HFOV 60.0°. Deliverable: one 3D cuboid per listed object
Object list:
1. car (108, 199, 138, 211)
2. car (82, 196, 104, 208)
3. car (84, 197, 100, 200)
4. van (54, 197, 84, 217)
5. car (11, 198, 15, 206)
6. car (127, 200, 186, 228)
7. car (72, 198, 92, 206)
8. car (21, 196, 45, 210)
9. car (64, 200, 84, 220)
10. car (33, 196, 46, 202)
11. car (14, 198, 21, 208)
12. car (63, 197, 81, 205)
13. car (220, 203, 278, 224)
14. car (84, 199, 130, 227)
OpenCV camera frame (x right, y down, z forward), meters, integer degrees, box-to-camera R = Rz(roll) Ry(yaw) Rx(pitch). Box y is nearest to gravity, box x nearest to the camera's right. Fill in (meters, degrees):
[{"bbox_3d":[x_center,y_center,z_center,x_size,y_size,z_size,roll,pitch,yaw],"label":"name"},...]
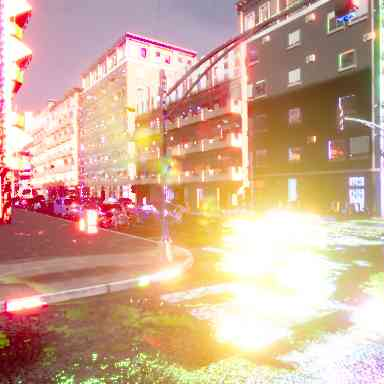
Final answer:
[{"bbox_3d":[-8.826,1.581,42.288,2.008,1.369,4.403,-1,1,-36],"label":"car"},{"bbox_3d":[-15.297,1.501,51.268,1.967,1.590,4.097,-1,1,-36],"label":"car"},{"bbox_3d":[-12.189,1.637,37.065,1.812,1.442,4.674,-1,1,-36],"label":"car"},{"bbox_3d":[-12.394,1.482,32.898,1.690,1.788,3.998,-1,1,-36],"label":"van"},{"bbox_3d":[-31.799,1.782,59.844,1.887,1.381,4.507,-1,1,-36],"label":"car"},{"bbox_3d":[-2.312,1.558,23.339,2.128,1.511,4.902,-1,0,-36],"label":"car"},{"bbox_3d":[-18.530,1.643,55.759,1.947,1.339,4.313,-1,1,-36],"label":"car"},{"bbox_3d":[-22.097,1.627,46.371,1.967,1.590,4.097,-1,1,-36],"label":"car"},{"bbox_3d":[-9.057,1.652,28.271,1.752,1.417,4.829,-1,1,-36],"label":"car"},{"bbox_3d":[-37.938,1.727,82.703,1.887,1.381,4.507,-1,1,-36],"label":"car"},{"bbox_3d":[-25.329,1.769,50.862,1.947,1.339,4.313,-1,1,-36],"label":"car"},{"bbox_3d":[-21.765,1.645,60.250,2.008,1.369,4.403,-1,1,-36],"label":"car"},{"bbox_3d":[4.013,1.498,24.463,1.752,1.417,4.829,-1,1,-36],"label":"car"},{"bbox_3d":[-5.923,1.552,23.919,1.967,1.590,4.097,-1,1,-36],"label":"car"}]
